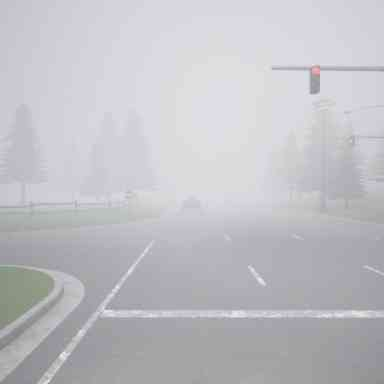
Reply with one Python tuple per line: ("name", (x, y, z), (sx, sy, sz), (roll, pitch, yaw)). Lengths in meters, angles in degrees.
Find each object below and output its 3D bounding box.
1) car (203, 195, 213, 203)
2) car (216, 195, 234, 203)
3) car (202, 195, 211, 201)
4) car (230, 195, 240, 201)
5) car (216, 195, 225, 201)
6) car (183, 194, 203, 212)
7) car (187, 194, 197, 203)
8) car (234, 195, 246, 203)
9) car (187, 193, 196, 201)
("car", (3.430, 1.545, 70.777), (1.994, 1.385, 4.181), (0, 0, 0))
("car", (6.930, 1.531, 70.364), (2.033, 1.411, 5.357), (0, 0, 0))
("car", (3.420, 1.428, 80.810), (1.895, 1.301, 4.718), (0, 0, 0))
("car", (10.420, 1.385, 80.787), (1.994, 1.385, 4.181), (0, 0, 0))
("car", (6.920, 1.385, 80.783), (1.994, 1.385, 4.181), (0, 0, 0))
("car", (-0.039, 1.352, 39.706), (2.097, 1.767, 4.553), (0, 0, 0))
("car", (-0.070, 1.348, 70.743), (2.097, 1.767, 4.553), (0, 0, 0))
("car", (10.430, 1.517, 70.784), (1.812, 1.442, 4.674), (0, 0, 0))
("car", (-0.080, 1.188, 80.746), (2.097, 1.767, 4.553), (0, 0, 0))
